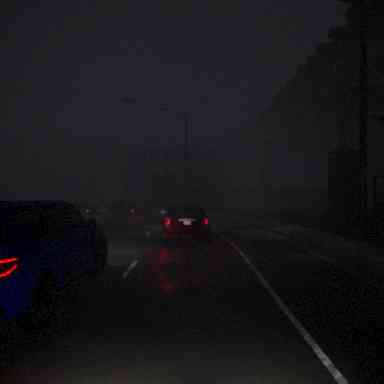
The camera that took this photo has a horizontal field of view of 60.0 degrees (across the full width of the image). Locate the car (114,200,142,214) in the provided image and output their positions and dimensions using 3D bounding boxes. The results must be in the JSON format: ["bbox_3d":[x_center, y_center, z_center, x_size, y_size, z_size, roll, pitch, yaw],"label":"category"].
[{"bbox_3d":[-6.704,1.390,32.190,1.895,1.301,4.718,0,0,-35],"label":"car"}]

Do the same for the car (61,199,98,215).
[{"bbox_3d":[-10.824,1.392,31.879,1.895,1.301,4.718,0,0,-38],"label":"car"}]

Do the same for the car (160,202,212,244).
[{"bbox_3d":[-0.389,1.250,15.478,2.097,1.767,4.553,0,0,-5],"label":"car"}]

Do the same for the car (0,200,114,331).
[{"bbox_3d":[-3.413,1.175,6.913,2.150,2.045,5.566,0,0,0],"label":"car"}]
